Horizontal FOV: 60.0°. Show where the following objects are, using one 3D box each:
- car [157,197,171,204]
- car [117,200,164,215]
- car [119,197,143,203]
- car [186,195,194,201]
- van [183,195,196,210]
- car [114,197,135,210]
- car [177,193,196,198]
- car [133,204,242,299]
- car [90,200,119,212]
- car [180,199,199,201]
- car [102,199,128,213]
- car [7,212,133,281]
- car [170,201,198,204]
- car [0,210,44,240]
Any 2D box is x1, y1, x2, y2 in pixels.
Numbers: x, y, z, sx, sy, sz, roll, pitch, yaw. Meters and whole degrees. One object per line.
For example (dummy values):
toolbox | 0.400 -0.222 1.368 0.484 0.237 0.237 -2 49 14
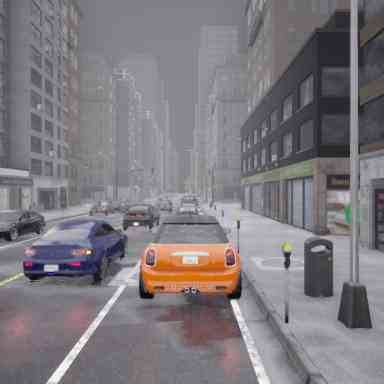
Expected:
car | -3.080 1.549 37.194 2.033 1.411 5.357 0 0 0
car | -3.090 1.507 20.918 1.837 1.490 4.892 0 0 0
car | -6.229 1.353 35.695 2.097 1.767 4.553 0 0 0
car | -0.572 1.470 87.873 1.967 1.590 4.097 0 0 -1
van | -0.287 1.343 43.983 1.690 1.788 3.998 0 0 0
car | -8.813 1.442 43.978 1.967 1.590 4.097 0 0 0
car | -0.287 1.316 38.459 2.192 1.841 5.009 0 0 0
car | -0.032 1.353 8.621 2.097 1.767 4.553 0 0 0
car | -8.813 1.583 32.928 1.802 1.307 4.206 0 0 0
car | -0.287 1.552 27.412 2.008 1.369 4.403 0 0 0
car | -8.813 1.567 38.453 1.947 1.339 4.313 0 0 0
car | -3.147 1.526 9.729 1.812 1.442 4.674 0 0 0
car | -0.287 1.551 21.888 2.008 1.369 4.403 0 0 0
car | -8.813 1.566 16.352 1.947 1.339 4.313 0 0 0
